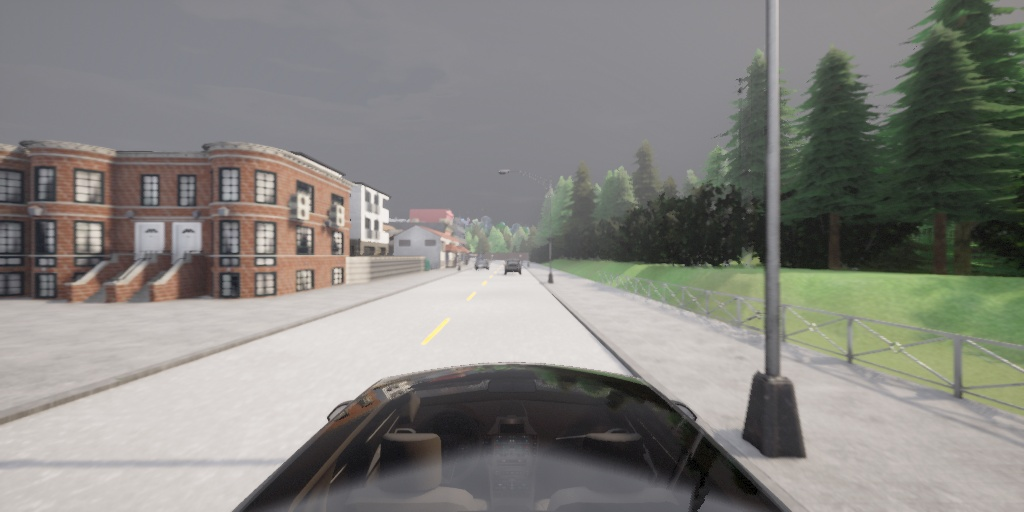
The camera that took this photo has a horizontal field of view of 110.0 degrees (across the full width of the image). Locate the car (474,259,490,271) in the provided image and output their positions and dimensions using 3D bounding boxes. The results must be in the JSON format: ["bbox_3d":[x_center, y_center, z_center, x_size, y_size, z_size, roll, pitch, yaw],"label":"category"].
[{"bbox_3d":[-4.070,1.198,49.181,2.128,1.511,4.902,0,0,0],"label":"car"}]

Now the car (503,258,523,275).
[{"bbox_3d":[0.096,1.221,38.433,1.837,1.490,4.892,0,0,0],"label":"car"}]
